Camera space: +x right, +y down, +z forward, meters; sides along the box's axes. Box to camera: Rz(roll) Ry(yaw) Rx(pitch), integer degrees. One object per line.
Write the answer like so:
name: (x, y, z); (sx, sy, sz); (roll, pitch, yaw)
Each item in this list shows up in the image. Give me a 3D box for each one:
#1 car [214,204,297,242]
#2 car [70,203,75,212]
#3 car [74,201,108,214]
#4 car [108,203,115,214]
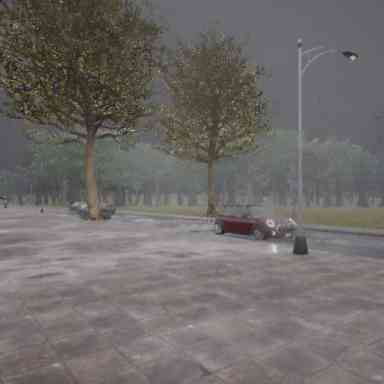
car: (3.183, 1.461, 17.313); (2.097, 1.767, 4.553); (0, -1, -35)
car: (-17.382, 2.216, 51.446); (2.097, 1.767, 4.553); (0, -1, -35)
car: (-11.788, 2.120, 38.617); (1.812, 1.442, 4.674); (0, -1, -35)
car: (-11.608, 2.149, 43.351); (2.128, 1.511, 4.902); (0, -1, -35)
